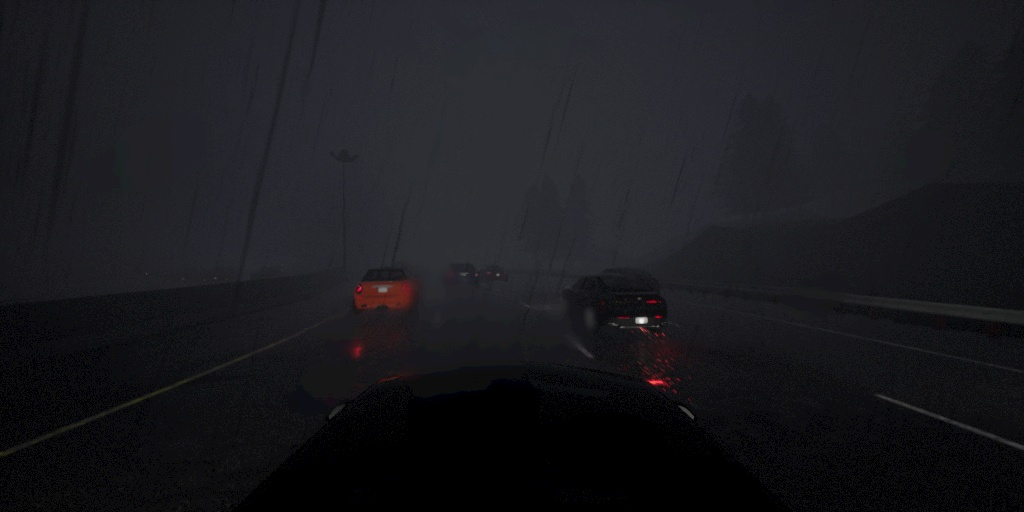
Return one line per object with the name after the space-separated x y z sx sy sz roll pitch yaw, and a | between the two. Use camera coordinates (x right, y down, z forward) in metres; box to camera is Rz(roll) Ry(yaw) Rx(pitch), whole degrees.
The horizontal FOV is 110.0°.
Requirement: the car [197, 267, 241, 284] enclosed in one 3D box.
-24.842 1.630 30.788 1.994 1.385 4.181 0 0 -26 | car

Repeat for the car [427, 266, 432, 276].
-10.684 1.596 41.814 1.994 1.385 4.181 0 0 -26 | car

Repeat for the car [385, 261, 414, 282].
-10.572 1.339 33.447 2.097 1.767 4.553 0 0 -24 | car

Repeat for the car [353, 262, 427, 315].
-4.768 1.200 14.407 2.097 1.767 4.553 0 0 -9 | car

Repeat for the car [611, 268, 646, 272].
5.305 1.304 17.623 1.837 1.490 4.892 0 0 -10 | car

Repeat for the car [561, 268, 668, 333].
2.811 1.285 10.861 1.837 1.490 4.892 0 0 -6 | car

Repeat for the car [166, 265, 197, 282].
-30.359 1.720 33.957 1.895 1.301 4.718 0 0 -28 | car

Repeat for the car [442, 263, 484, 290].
-3.550 1.245 24.444 2.097 1.767 4.553 0 0 -16 | car

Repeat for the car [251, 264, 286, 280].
-21.026 1.643 30.954 1.895 1.301 4.718 0 0 -26 | car

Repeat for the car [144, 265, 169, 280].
-35.960 1.698 37.104 1.812 1.442 4.674 0 0 -28 | car

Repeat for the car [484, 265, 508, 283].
-1.780 1.477 30.325 1.994 1.385 4.181 0 0 -20 | car
